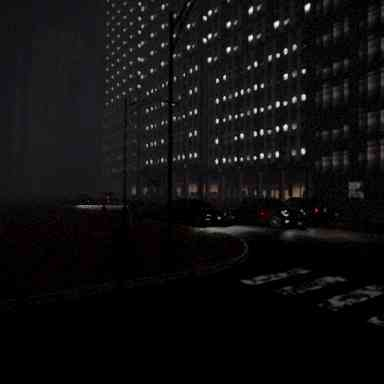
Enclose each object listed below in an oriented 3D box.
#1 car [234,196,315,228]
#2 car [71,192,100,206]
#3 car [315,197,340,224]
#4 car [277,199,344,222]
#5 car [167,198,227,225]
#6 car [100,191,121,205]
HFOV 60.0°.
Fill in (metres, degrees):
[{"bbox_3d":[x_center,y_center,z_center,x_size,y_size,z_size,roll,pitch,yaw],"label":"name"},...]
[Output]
[{"bbox_3d":[4.717,1.138,20.342,2.097,1.767,4.553,1,0,-35],"label":"car"},{"bbox_3d":[-13.154,0.886,40.268,1.994,1.385,4.181,1,0,-35],"label":"car"},{"bbox_3d":[7.207,1.164,22.796,2.097,1.767,4.553,1,0,-35],"label":"car"},{"bbox_3d":[9.081,1.351,25.787,1.812,1.442,4.674,1,1,-35],"label":"car"},{"bbox_3d":[0.200,1.202,21.128,1.837,1.490,4.892,1,1,-35],"label":"car"},{"bbox_3d":[-10.693,0.703,42.425,2.097,1.767,4.553,1,0,-35],"label":"car"}]
